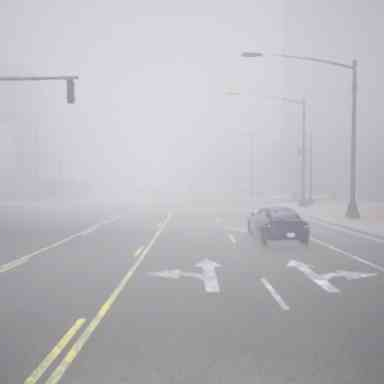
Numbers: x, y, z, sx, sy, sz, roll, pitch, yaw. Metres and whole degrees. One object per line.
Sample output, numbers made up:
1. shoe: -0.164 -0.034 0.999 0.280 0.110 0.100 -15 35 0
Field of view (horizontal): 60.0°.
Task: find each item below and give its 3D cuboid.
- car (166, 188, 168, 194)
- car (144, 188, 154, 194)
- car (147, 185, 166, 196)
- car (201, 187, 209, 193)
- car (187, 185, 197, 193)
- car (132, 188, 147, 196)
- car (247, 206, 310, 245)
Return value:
1. car: -7.009 -0.484 81.069 2.097 1.767 4.553 0 1 0
2. car: -10.509 -0.242 80.971 1.895 1.301 4.718 0 1 0
3. car: -7.017 -0.345 65.539 2.150 2.045 5.566 0 1 0
4. car: 3.490 -0.422 87.113 1.812 1.442 4.674 0 1 0
5. car: -0.010 -0.714 86.721 2.150 2.045 5.566 0 1 0
6. car: -10.517 -0.065 65.549 2.128 1.511 4.902 0 1 0
7. car: 3.592 1.331 14.347 1.812 1.442 4.674 0 1 0
